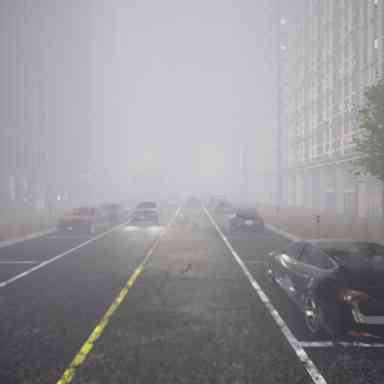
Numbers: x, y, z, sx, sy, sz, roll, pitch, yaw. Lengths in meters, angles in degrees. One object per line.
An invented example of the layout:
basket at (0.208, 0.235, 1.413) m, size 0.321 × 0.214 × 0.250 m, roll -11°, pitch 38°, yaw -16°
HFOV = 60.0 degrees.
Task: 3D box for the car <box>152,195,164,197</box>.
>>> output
car at (-5.680, 1.192, 51.746) m, size 1.752 × 1.417 × 4.829 m, roll 0°, pitch 0°, yaw 0°

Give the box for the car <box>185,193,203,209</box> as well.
car at (0.106, 1.219, 40.859) m, size 1.882 × 1.535 × 5.008 m, roll 0°, pitch 0°, yaw 0°

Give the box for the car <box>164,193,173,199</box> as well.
car at (-5.675, 1.009, 80.379) m, size 2.008 × 1.369 × 4.403 m, roll 0°, pitch 0°, yaw 0°

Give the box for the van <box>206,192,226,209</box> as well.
van at (2.699, 1.123, 34.829) m, size 1.690 × 1.788 × 3.998 m, roll 0°, pitch 0°, yaw 0°

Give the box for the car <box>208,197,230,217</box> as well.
car at (2.697, 1.385, 29.136) m, size 1.947 × 1.339 × 4.313 m, roll 0°, pitch 0°, yaw 0°

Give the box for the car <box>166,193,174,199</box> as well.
car at (-5.674, 0.981, 86.071) m, size 1.947 × 1.339 × 4.313 m, roll 0°, pitch 0°, yaw 0°

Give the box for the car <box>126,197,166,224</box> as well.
car at (-3.096, 1.361, 23.333) m, size 1.837 × 1.490 × 4.892 m, roll 0°, pitch 0°, yaw 0°

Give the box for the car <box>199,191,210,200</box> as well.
car at (2.706, 0.816, 74.672) m, size 2.192 × 1.841 × 5.009 m, roll 0°, pitch 0°, yaw 0°

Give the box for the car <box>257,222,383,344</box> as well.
car at (2.693, 1.527, 6.368) m, size 1.947 × 1.339 × 4.313 m, roll 0°, pitch 0°, yaw 0°

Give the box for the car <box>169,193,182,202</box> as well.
car at (-3.005, 1.076, 64.555) m, size 1.837 × 1.490 × 4.892 m, roll 0°, pitch 0°, yaw 0°

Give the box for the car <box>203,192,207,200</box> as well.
car at (2.700, 1.184, 40.520) m, size 1.967 × 1.590 × 4.097 m, roll 0°, pitch 0°, yaw 0°

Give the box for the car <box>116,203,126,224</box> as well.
car at (-5.685, 1.422, 23.454) m, size 1.947 × 1.339 × 4.313 m, roll 0°, pitch 0°, yaw 0°

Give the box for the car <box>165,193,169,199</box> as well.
car at (-5.679, 1.176, 57.610) m, size 2.008 × 1.369 × 4.403 m, roll 0°, pitch 0°, yaw 0°

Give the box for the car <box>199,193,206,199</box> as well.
car at (2.706, 0.939, 86.226) m, size 1.752 × 1.417 × 4.829 m, roll 0°, pitch 0°, yaw 0°

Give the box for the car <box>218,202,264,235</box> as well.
car at (2.695, 1.457, 17.752) m, size 1.947 × 1.339 × 4.313 m, roll 0°, pitch 0°, yaw 0°

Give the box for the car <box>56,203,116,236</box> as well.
car at (-5.685, 1.437, 17.762) m, size 1.887 × 1.381 × 4.507 m, roll 0°, pitch 0°, yaw 0°
